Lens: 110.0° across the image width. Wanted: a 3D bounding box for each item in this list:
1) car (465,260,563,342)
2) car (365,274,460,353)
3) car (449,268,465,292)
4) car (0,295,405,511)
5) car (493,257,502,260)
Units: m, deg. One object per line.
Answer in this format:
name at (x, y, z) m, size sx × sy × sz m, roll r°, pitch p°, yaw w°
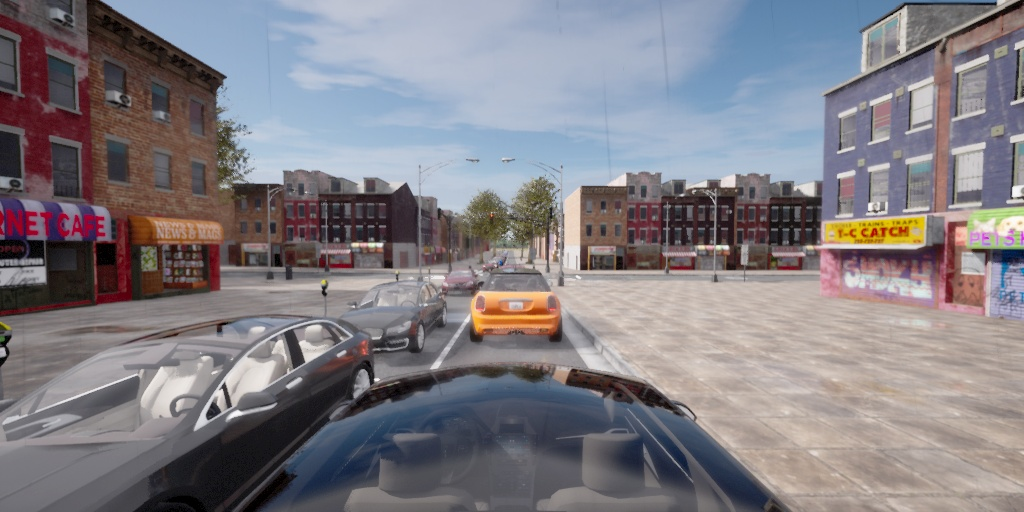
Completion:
car at (0.085, 1.098, 9.906) m, size 2.097 × 1.767 × 4.553 m, roll 0°, pitch 0°, yaw 0°
car at (-2.653, 1.297, 8.596) m, size 2.007 × 1.370 × 4.403 m, roll 0°, pitch 0°, yaw 0°
car at (-2.673, 1.330, 19.490) m, size 1.802 × 1.307 × 4.207 m, roll 0°, pitch 0°, yaw 0°
car at (-2.643, 1.299, 3.148) m, size 2.007 × 1.370 × 4.403 m, roll 0°, pitch 0°, yaw 0°
car at (-2.723, 1.230, 46.266) m, size 1.967 × 1.591 × 4.097 m, roll 0°, pitch 0°, yaw 0°
